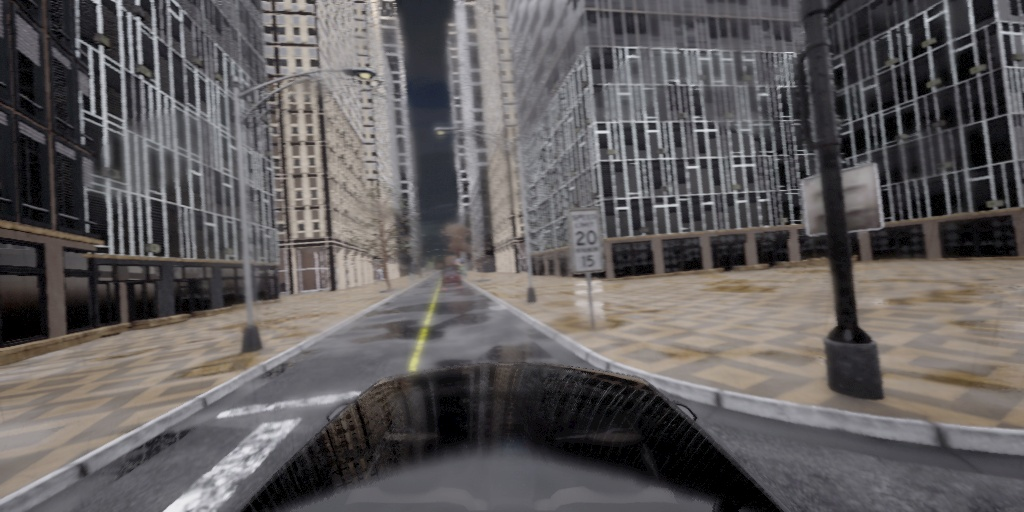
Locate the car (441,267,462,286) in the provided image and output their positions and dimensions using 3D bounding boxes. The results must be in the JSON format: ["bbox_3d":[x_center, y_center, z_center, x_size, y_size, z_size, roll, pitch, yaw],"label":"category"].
[{"bbox_3d":[-6.888,2.392,40.810,2.097,1.767,4.553,-5,-1,-10],"label":"car"}]
